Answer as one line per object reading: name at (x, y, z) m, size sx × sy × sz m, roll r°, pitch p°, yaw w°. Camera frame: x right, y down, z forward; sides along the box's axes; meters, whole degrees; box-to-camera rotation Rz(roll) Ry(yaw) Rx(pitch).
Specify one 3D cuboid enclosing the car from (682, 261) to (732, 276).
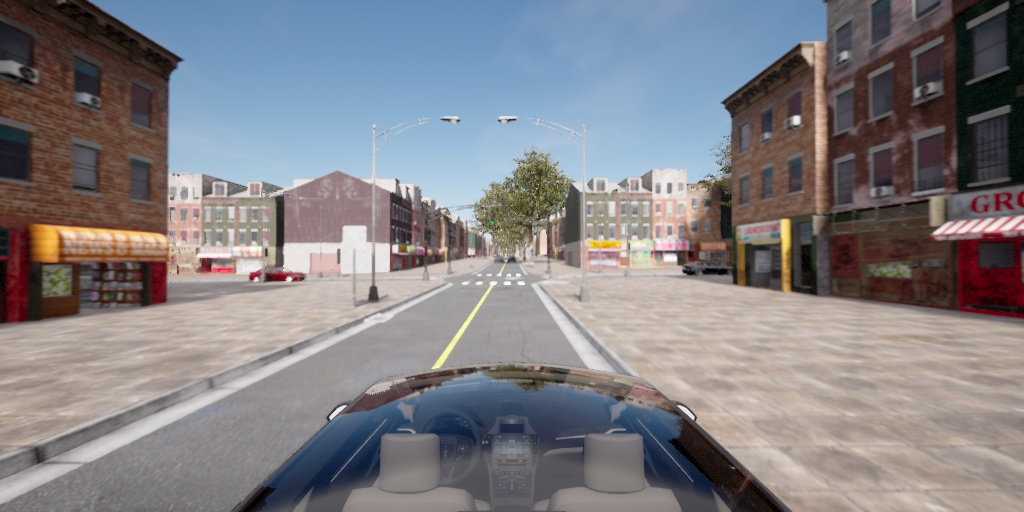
car at (17.204, 1.102, 31.479) m, size 4.313 × 1.339 × 1.948 m, roll 0°, pitch 0°, yaw 0°

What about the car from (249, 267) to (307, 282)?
car at (-20.377, 1.638, 31.323) m, size 4.507 × 1.381 × 1.888 m, roll 0°, pitch 0°, yaw 0°
